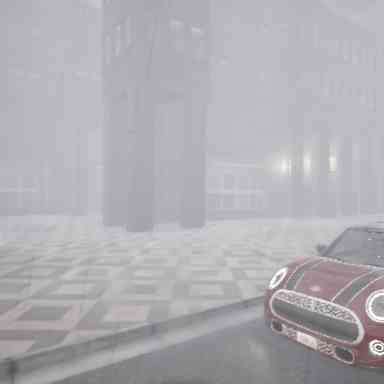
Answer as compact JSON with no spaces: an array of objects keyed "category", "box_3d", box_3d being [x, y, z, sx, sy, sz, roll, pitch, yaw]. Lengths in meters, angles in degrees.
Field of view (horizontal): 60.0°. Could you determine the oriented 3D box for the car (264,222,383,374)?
[{"category":"car","box_3d":[3.350,1.351,5.675,4.553,1.767,2.097,0,0,-35]}]
